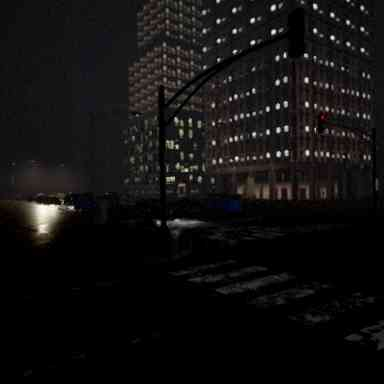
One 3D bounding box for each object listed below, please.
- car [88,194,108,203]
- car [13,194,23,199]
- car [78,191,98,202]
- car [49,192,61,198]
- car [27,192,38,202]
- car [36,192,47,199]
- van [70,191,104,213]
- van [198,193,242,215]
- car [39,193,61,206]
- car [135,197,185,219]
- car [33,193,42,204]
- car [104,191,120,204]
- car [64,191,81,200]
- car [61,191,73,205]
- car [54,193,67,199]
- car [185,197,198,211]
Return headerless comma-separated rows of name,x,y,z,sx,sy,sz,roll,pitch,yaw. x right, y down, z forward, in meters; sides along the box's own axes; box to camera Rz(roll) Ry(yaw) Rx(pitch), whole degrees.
car,-16.107,1.038,56.692,1.887,1.381,4.507,-1,1,-34
car,-41.651,1.061,79.548,1.802,1.307,4.206,-1,1,-34
car,-19.210,0.780,61.281,2.192,1.841,5.009,-1,1,-34
car,-34.803,0.847,84.377,1.752,1.417,4.829,-1,1,-34
car,-29.251,1.175,61.185,1.802,1.307,4.206,-1,1,-34
car,-38.721,0.875,85.365,1.812,1.442,4.674,-1,1,-34
van,-10.653,1.103,33.639,1.690,1.788,3.998,-1,1,-34
van,2.583,0.999,29.214,1.690,1.788,3.998,-1,1,-34
car,-19.951,1.244,47.413,1.947,1.339,4.313,-1,1,-34
car,-2.971,1.254,26.889,2.128,1.511,4.902,-1,1,-34
car,-23.051,1.201,52.003,2.008,1.369,4.403,-1,1,-34
car,-13.010,0.837,52.099,2.192,1.841,5.009,-1,1,-34
car,-25.410,0.723,70.462,2.192,1.841,5.009,-1,1,-34
car,-16.585,0.991,47.125,2.097,1.767,4.553,-1,1,-34
car,-31.608,0.901,79.646,2.008,1.369,4.403,-1,1,-34
car,-0.590,1.177,33.755,1.887,1.381,4.507,-1,1,-34
